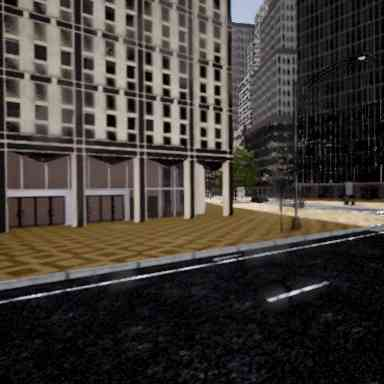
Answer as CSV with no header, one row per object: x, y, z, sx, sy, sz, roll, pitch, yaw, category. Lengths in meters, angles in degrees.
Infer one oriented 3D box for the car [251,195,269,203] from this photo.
11.903,1.281,58.609,2.033,1.411,5.357,-1,0,-7,car
